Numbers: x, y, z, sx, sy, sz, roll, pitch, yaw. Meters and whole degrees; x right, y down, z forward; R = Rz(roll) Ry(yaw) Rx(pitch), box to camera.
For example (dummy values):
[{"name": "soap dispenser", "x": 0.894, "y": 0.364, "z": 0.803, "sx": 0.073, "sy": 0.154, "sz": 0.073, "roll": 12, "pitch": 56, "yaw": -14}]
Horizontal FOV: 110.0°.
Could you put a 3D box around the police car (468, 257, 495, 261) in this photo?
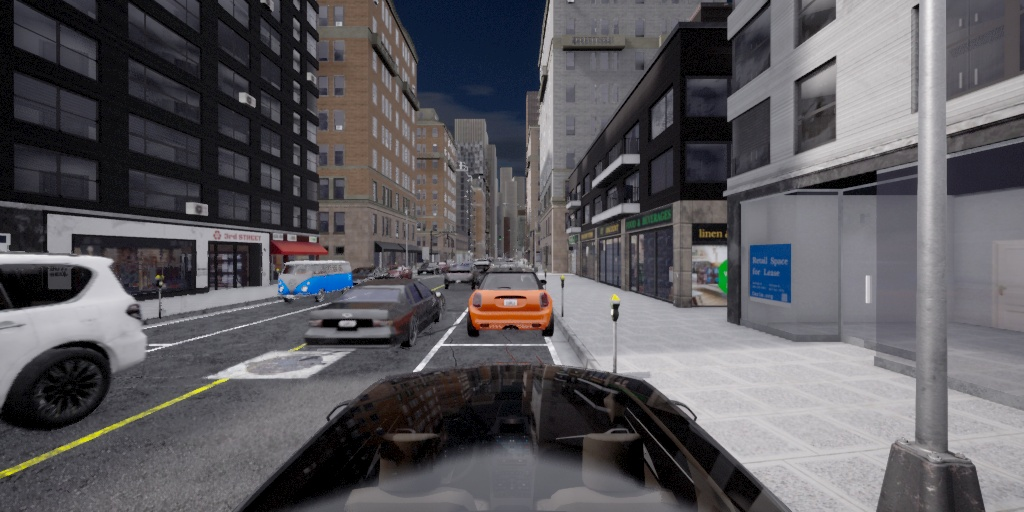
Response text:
[{"name": "police car", "x": -3.143, "y": 1.181, "z": 38.476, "sx": 1.930, "sy": 1.638, "sz": 5.238, "roll": 0, "pitch": 0, "yaw": 0}]

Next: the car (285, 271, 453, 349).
[{"name": "car", "x": -3.045, "y": 1.298, "z": 9.151, "sx": 2.033, "sy": 1.411, "sz": 5.357, "roll": 0, "pitch": 0, "yaw": 0}]

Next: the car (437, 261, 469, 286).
[{"name": "car", "x": -3.039, "y": 1.241, "z": 22.612, "sx": 2.128, "sy": 1.511, "sz": 4.902, "roll": 0, "pitch": 0, "yaw": 0}]

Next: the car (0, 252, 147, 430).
[{"name": "car", "x": -6.257, "y": 0.971, "z": 2.693, "sx": 2.150, "sy": 2.045, "sz": 5.566, "roll": 0, "pitch": 0, "yaw": 0}]

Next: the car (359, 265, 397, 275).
[{"name": "car", "x": -8.813, "y": 1.317, "z": 21.829, "sx": 1.948, "sy": 1.339, "sz": 4.313, "roll": 0, "pitch": 0, "yaw": 0}]

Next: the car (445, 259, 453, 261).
[{"name": "car", "x": -8.814, "y": 1.340, "z": 43.834, "sx": 1.802, "sy": 1.307, "sz": 4.207, "roll": 0, "pitch": 0, "yaw": 0}]

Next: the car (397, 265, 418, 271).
[{"name": "car", "x": -8.813, "y": 1.335, "z": 27.331, "sx": 1.802, "sy": 1.307, "sz": 4.207, "roll": 0, "pitch": 0, "yaw": 0}]

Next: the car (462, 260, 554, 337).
[{"name": "car", "x": -0.033, "y": 1.103, "z": 10.470, "sx": 2.097, "sy": 1.767, "sz": 4.553, "roll": 0, "pitch": 0, "yaw": 0}]

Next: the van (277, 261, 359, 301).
[{"name": "van", "x": -8.813, "y": 1.091, "z": 16.328, "sx": 1.690, "sy": 1.789, "sz": 3.998, "roll": 0, "pitch": 0, "yaw": 0}]

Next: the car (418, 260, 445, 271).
[{"name": "car", "x": -8.813, "y": 1.322, "z": 38.333, "sx": 1.948, "sy": 1.339, "sz": 4.313, "roll": 0, "pitch": 0, "yaw": 0}]

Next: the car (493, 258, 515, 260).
[{"name": "car", "x": -0.288, "y": 1.193, "z": 27.330, "sx": 1.967, "sy": 1.591, "sz": 4.097, "roll": 0, "pitch": 0, "yaw": 0}]
